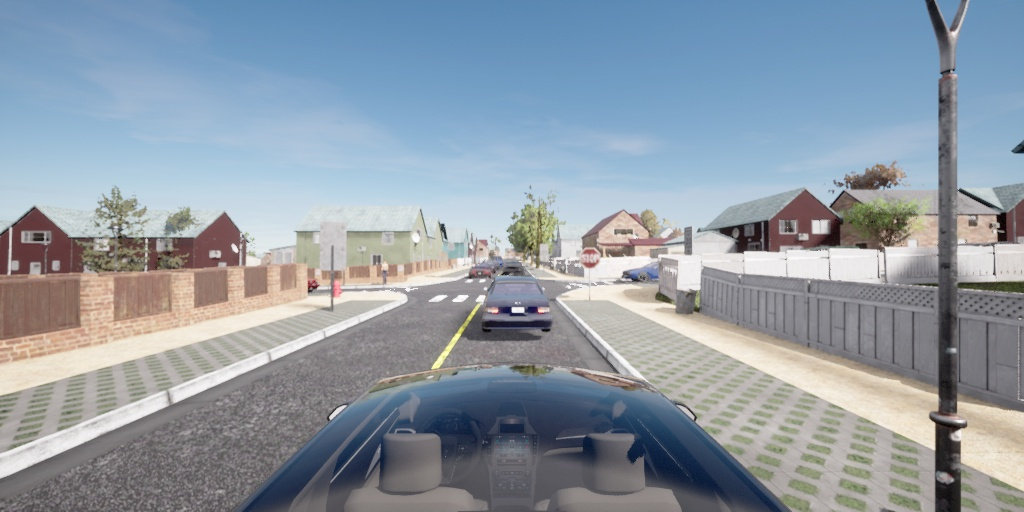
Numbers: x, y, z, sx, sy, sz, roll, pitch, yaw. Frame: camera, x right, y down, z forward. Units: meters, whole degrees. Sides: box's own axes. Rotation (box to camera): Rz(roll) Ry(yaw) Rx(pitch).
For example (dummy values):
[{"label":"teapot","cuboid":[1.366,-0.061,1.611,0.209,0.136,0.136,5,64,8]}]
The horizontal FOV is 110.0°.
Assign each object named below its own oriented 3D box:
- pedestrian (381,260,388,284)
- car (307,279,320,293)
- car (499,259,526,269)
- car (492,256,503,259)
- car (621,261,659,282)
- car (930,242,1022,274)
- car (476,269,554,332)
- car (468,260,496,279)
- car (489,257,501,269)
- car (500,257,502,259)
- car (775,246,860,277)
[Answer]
[{"label":"pedestrian","cuboid":[-9.651,1.206,27.146,0.375,1.860,0.375,0,0,0]},{"label":"car","cuboid":[-14.088,1.668,21.237,4.718,1.301,1.895,-2,-1,1]},{"label":"car","cuboid":[0.130,1.250,32.706,1.837,1.490,4.892,1,0,3]},{"label":"car","cuboid":[-2.723,0.953,62.313,2.150,2.045,5.566,0,0,0]},{"label":"car","cuboid":[10.272,1.011,24.370,5.357,1.411,2.033,-2,-1,2]},{"label":"car","cuboid":[31.399,0.116,24.407,5.566,2.045,2.150,-2,-1,0]},{"label":"car","cuboid":[0.090,1.298,10.820,2.033,1.411,5.357,0,0,-1]},{"label":"car","cuboid":[-2.801,1.309,32.772,1.994,1.385,4.181,0,0,0]},{"label":"car","cuboid":[-2.782,1.233,41.739,2.128,1.511,4.902,0,0,0]},{"label":"car","cuboid":[-2.763,1.263,51.607,1.812,1.442,4.674,0,0,0]},{"label":"car","cuboid":[20.681,0.404,24.373,5.566,2.045,2.150,-2,-1,0]}]
